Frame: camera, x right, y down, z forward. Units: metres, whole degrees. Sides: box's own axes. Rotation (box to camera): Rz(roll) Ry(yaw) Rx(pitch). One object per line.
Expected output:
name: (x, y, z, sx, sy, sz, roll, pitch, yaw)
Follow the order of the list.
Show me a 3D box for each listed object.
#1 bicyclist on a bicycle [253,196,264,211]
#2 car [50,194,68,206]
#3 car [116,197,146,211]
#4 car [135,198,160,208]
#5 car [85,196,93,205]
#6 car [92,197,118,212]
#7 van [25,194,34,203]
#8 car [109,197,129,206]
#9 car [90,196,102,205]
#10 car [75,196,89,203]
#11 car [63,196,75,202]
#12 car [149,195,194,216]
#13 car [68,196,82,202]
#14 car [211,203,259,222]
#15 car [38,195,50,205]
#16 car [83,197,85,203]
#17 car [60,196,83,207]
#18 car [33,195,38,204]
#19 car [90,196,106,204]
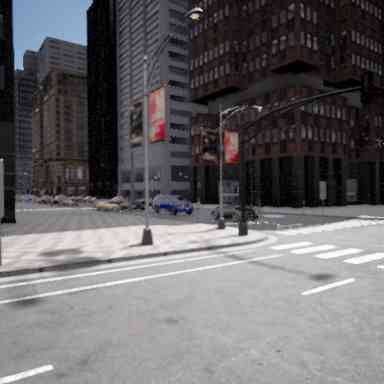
bicyclist on a bicycle: (7.297, 1.260, 36.576, 1.656, 1.620, 0.582, -1, 1, -36)
car: (-23.381, 1.584, 59.923, 2.192, 1.841, 5.009, -1, 1, -36)
car: (-7.599, 1.701, 42.431, 1.994, 1.385, 4.181, -1, 0, -35)
car: (-6.977, 1.621, 51.627, 1.887, 1.381, 4.507, -1, 1, -36)
car: (-17.711, 1.679, 62.079, 1.837, 1.490, 4.892, -1, 0, -36)
car: (-10.665, 1.708, 42.125, 1.752, 1.417, 4.829, -1, 1, -36)
van: (-39.148, 1.729, 82.002, 1.690, 1.788, 3.998, -1, 1, -36)
car: (-13.381, 1.645, 60.595, 1.752, 1.417, 4.829, -1, 1, -36)
car: (-13.392, 1.738, 50.607, 1.994, 1.385, 4.181, -1, 0, -35)
car: (-25.894, 1.756, 78.115, 1.887, 1.381, 4.507, -1, 1, -36)
car: (-32.298, 1.786, 87.084, 1.752, 1.417, 4.829, -1, 1, -36)
car: (-2.046, 1.324, 34.635, 2.150, 2.045, 5.566, -1, 0, -36)
car: (-29.046, 1.786, 82.530, 2.008, 1.369, 4.403, -1, 1, -36)
car: (3.411, 1.634, 27.009, 1.994, 1.385, 4.181, -1, 0, -36)
car: (-29.688, 1.630, 68.755, 2.192, 1.841, 5.009, -1, 1, -36)
car: (-22.743, 1.627, 73.700, 1.967, 1.590, 4.097, -1, 1, -36)
car: (-20.224, 1.828, 55.510, 1.802, 1.307, 4.206, -1, 1, -36)
car: (-32.837, 1.884, 73.172, 1.887, 1.381, 4.507, -1, 1, -36)
car: (-19.590, 1.604, 69.285, 1.967, 1.590, 4.097, -1, 1, -36)
